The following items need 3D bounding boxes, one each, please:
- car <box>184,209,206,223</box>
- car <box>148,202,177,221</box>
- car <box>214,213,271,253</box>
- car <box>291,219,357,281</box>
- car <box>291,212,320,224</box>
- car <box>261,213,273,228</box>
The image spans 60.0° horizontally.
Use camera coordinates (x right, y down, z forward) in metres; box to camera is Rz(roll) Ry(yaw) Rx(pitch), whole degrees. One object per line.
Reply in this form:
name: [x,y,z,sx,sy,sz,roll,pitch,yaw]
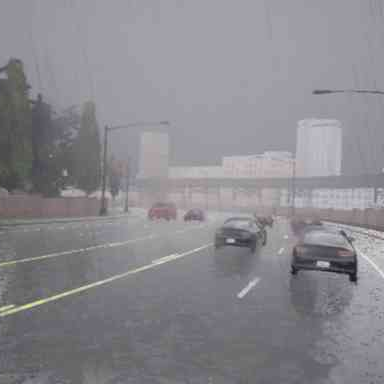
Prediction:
car: [0.386,2.568,36.472,1.994,1.385,4.181,2,-2,9]
car: [-3.123,2.092,36.619,2.150,2.045,5.566,2,-2,9]
car: [2.386,1.917,15.728,1.812,1.442,4.674,2,-2,20]
car: [4.413,1.883,11.183,1.812,1.442,4.674,2,-1,22]
car: [9.253,2.407,27.139,2.097,1.767,4.553,2,-2,13]
car: [6.889,2.748,32.850,1.895,1.301,4.718,2,-2,10]
